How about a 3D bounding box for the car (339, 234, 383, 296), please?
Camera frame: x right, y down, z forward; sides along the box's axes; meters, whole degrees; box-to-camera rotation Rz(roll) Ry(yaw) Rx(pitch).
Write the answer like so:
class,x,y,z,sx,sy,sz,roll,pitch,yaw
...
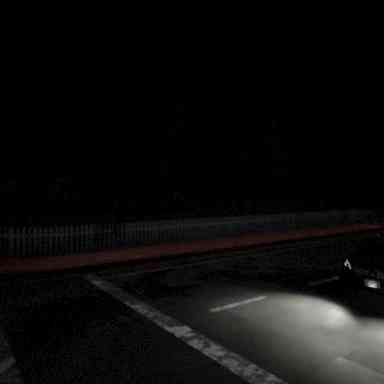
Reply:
class,x,y,z,sx,sy,sz,roll,pitch,yaw
car,5.410,1.525,7.815,4.674,1.442,1.812,0,0,-35
